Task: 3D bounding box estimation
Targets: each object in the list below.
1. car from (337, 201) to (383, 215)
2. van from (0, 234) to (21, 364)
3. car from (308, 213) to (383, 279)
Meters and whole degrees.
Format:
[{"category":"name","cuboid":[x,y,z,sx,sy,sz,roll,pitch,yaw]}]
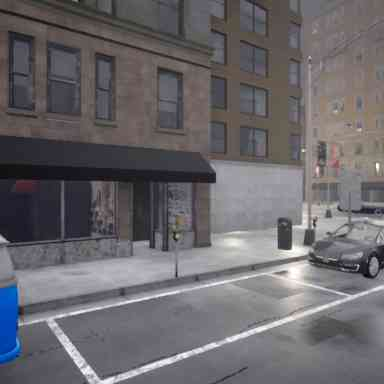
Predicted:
[{"category":"car","cuboid":[16.219,1.525,31.039,1.895,1.301,4.718,0,0,-36]},{"category":"van","cuboid":[-3.937,1.341,3.379,3.998,1.788,1.690,0,0,-36]},{"category":"car","cuboid":[5.274,1.549,9.965,4.403,1.369,2.008,0,0,-36]}]
